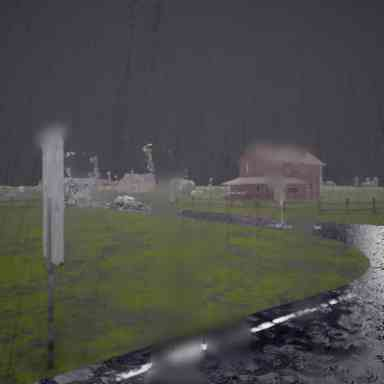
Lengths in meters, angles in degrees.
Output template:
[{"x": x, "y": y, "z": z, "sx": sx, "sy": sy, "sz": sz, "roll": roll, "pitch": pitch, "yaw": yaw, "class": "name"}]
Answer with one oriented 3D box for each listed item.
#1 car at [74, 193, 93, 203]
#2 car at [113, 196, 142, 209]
[{"x": -16.829, "y": 0.841, "z": 51.286, "sx": 1.812, "sy": 1.442, "sz": 4.674, "roll": 0, "pitch": 1, "yaw": -35, "class": "car"}, {"x": -7.406, "y": 1.157, "z": 37.774, "sx": 1.812, "sy": 1.442, "sz": 4.674, "roll": 0, "pitch": 1, "yaw": -35, "class": "car"}]
